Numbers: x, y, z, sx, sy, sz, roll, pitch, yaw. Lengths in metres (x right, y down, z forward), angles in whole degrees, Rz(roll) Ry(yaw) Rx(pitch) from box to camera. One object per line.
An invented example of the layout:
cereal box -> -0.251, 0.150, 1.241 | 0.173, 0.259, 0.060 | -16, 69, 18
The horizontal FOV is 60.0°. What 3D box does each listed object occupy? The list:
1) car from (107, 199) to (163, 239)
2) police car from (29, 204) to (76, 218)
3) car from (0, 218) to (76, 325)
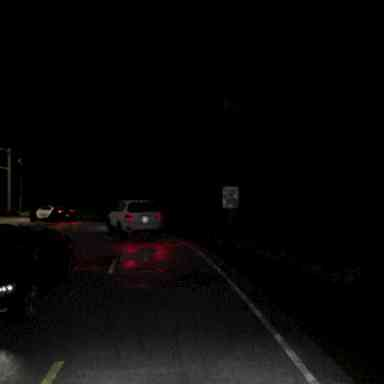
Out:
car -> -3.374, 1.434, 18.993 | 2.150, 2.045, 5.566 | 0, 0, -23
police car -> -12.627, 1.861, 29.788 | 4.974, 1.542, 2.038 | -1, -1, 35
car -> -3.924, 1.583, 7.340 | 2.128, 1.511, 4.902 | 0, -1, -7
